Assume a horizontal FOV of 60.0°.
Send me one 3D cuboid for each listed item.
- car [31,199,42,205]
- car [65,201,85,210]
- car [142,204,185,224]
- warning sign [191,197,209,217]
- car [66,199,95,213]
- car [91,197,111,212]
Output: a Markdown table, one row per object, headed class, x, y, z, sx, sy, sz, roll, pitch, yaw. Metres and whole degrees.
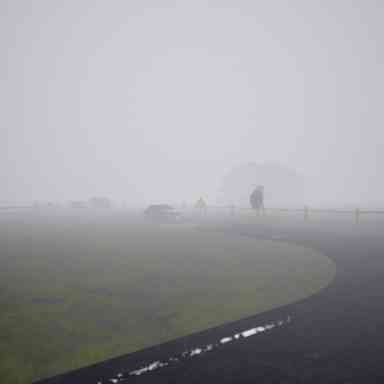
| class | x | y | z | sx | sy | sz | roll | pitch | yaw |
| --- | --- | --- | --- | --- | --- | --- | --- | --- | --- |
| car | -39.409 | 2.484 | 84.202 | 2.097 | 1.767 | 4.553 | 1 | -2 | -36 |
| car | -19.635 | 2.186 | 55.560 | 1.812 | 1.442 | 4.674 | 1 | -2 | -36 |
| car | -2.444 | 1.733 | 27.254 | 1.812 | 1.442 | 4.674 | 1 | -1 | -36 |
| warning sign | 0.782 | 1.452 | 31.852 | 1.300 | 1.860 | 1.060 | 2 | -1 | -36 |
| car | -14.959 | 1.983 | 44.414 | 1.812 | 1.442 | 4.674 | 1 | -2 | -36 |
| car | -13.312 | 1.751 | 46.998 | 2.150 | 2.045 | 5.566 | 1 | -2 | -35 |
